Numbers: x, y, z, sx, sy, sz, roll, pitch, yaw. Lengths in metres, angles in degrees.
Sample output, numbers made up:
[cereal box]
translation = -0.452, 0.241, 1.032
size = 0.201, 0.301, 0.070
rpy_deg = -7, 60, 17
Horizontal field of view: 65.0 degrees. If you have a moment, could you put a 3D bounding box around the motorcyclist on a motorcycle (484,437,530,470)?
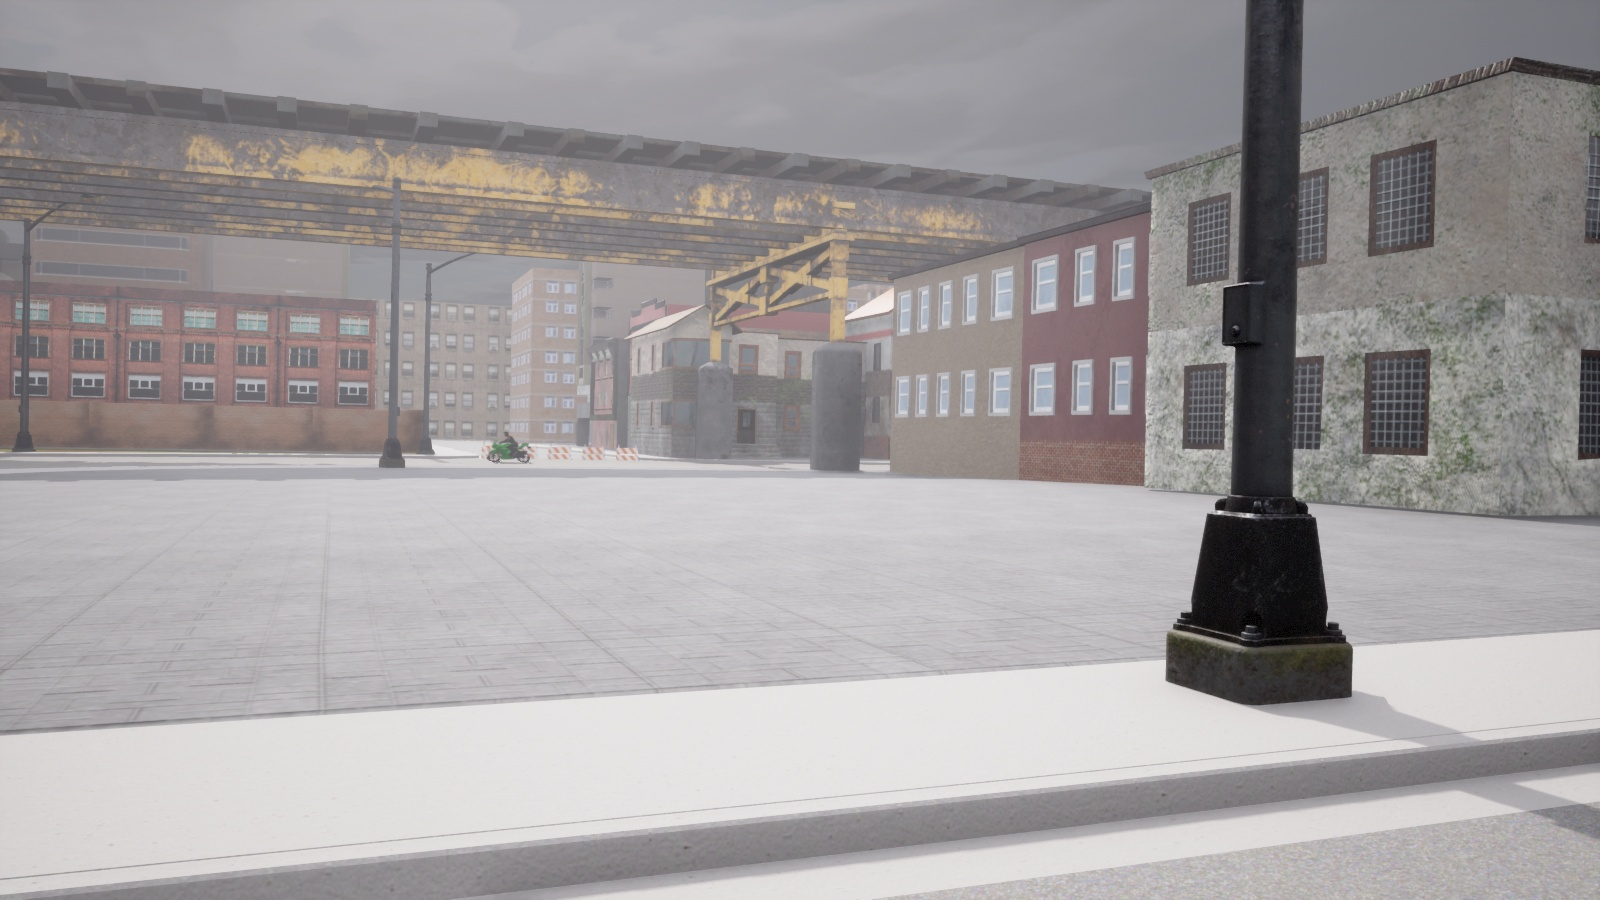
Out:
[motorcyclist on a motorcycle]
translation = -13.845, 0.163, 59.386
size = 2.044, 1.523, 0.797
rpy_deg = 0, 1, -22
